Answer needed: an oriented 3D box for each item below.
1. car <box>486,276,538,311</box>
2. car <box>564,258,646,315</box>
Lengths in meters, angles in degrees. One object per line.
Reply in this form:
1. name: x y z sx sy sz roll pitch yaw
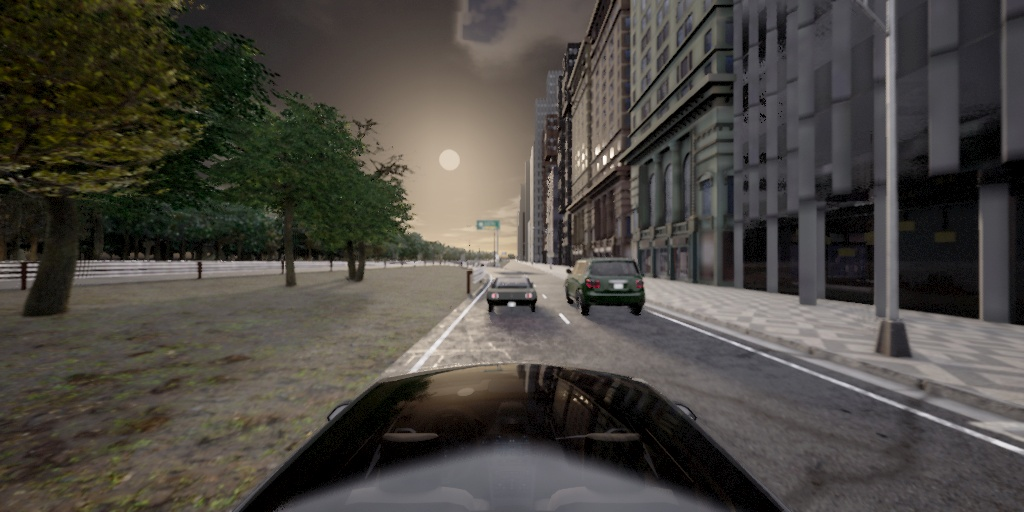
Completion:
1. car: 0.005 1.478 15.106 1.895 1.301 4.718 0 -1 0
2. car: 3.500 1.095 14.433 2.150 2.045 5.566 0 0 0
